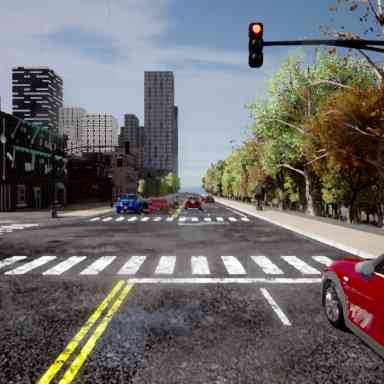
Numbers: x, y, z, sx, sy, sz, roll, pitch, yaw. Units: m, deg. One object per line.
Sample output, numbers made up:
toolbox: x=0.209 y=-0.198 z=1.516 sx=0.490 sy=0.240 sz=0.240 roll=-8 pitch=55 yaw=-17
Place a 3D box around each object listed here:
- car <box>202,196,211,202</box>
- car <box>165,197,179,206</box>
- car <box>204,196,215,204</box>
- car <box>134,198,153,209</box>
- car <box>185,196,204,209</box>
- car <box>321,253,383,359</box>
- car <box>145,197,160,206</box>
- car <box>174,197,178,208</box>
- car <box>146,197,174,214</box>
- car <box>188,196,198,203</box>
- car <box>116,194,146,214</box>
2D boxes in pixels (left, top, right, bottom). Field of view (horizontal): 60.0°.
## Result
car: x=3.279 y=1.516 z=75.455 sx=1.994 sy=1.385 sz=4.181 roll=0 pitch=0 yaw=0
car: x=-3.303 y=1.522 z=55.982 sx=2.033 sy=1.411 sz=5.357 roll=0 pitch=0 yaw=0
car: x=3.373 y=1.447 z=65.312 sx=1.882 sy=1.535 sz=5.008 roll=0 pitch=0 yaw=0
car: x=-6.567 y=1.581 z=45.508 sx=1.895 sy=1.301 sz=4.718 roll=0 pitch=0 yaw=0
car: x=0.109 y=1.332 z=43.967 sx=2.097 sy=1.767 sz=4.553 roll=0 pitch=0 yaw=0
car: x=3.350 y=1.351 z=4.140 sx=2.097 sy=1.767 sz=4.553 roll=0 pitch=0 yaw=0
car: x=-6.551 y=1.539 z=55.537 sx=1.994 sy=1.385 sz=4.181 roll=0 pitch=0 yaw=1
car: x=-3.315 y=1.528 z=45.409 sx=2.033 sy=1.411 sz=5.357 roll=0 pitch=0 yaw=0
car: x=-3.324 y=1.463 z=35.510 sx=1.882 sy=1.535 sz=5.008 roll=0 pitch=0 yaw=0
car: x=0.123 y=1.532 z=68.582 sx=1.994 sy=1.385 sz=4.181 roll=0 pitch=0 yaw=0
car: x=-6.571 y=1.207 z=35.761 sx=2.150 sy=2.045 sz=5.566 roll=0 pitch=0 yaw=0
